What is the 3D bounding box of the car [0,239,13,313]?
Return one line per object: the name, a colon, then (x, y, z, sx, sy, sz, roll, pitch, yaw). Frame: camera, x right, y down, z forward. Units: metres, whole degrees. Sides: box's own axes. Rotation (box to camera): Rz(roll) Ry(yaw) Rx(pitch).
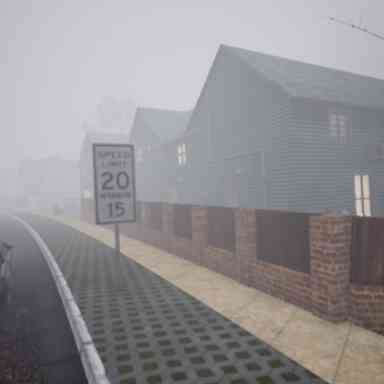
car: (-4.883, 1.624, 7.072, 1.895, 1.301, 4.718, -2, 1, -27)
